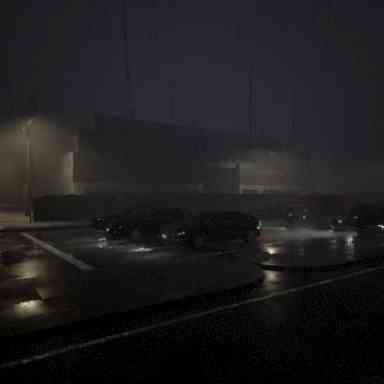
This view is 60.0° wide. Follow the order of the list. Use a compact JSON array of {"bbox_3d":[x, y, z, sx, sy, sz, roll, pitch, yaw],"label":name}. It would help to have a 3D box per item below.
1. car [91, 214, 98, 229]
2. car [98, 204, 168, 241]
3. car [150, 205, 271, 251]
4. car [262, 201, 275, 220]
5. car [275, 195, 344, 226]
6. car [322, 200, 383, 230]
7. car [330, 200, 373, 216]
[{"bbox_3d":[-3.472,1.478,19.831,5.008,1.535,1.882,0,0,-34],"label":"car"},{"bbox_3d":[-1.884,1.505,16.676,4.892,1.490,1.837,0,0,-35],"label":"car"},{"bbox_3d":[0.925,1.505,14.366,4.892,1.490,1.837,0,0,-35],"label":"car"},{"bbox_3d":[6.633,1.478,26.755,5.008,1.535,1.882,0,0,-34],"label":"car"},{"bbox_3d":[8.934,1.223,24.081,5.566,2.045,2.150,0,0,-35],"label":"car"},{"bbox_3d":[10.824,1.493,21.140,4.902,1.511,2.128,0,0,-34],"label":"car"},{"bbox_3d":[16.032,1.526,33.257,4.674,1.442,1.812,0,0,-35],"label":"car"}]
